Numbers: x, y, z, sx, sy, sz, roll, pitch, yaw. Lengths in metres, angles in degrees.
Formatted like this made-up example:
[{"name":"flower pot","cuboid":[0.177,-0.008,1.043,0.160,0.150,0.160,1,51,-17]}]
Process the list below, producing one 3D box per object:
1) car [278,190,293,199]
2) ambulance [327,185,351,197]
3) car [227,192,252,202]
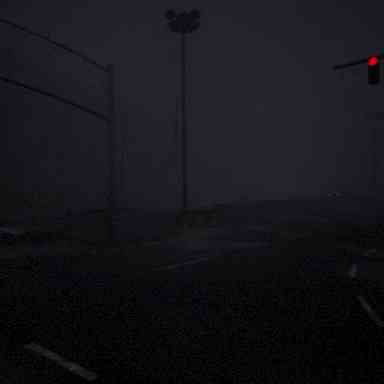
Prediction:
[{"name":"car","cuboid":[17.777,0.441,63.051,1.837,1.490,4.892,0,1,30]},{"name":"ambulance","cuboid":[23.019,0.090,52.144,2.351,2.431,6.366,1,2,38]},{"name":"car","cuboid":[7.165,0.703,49.940,2.128,1.511,4.902,0,1,44]}]
